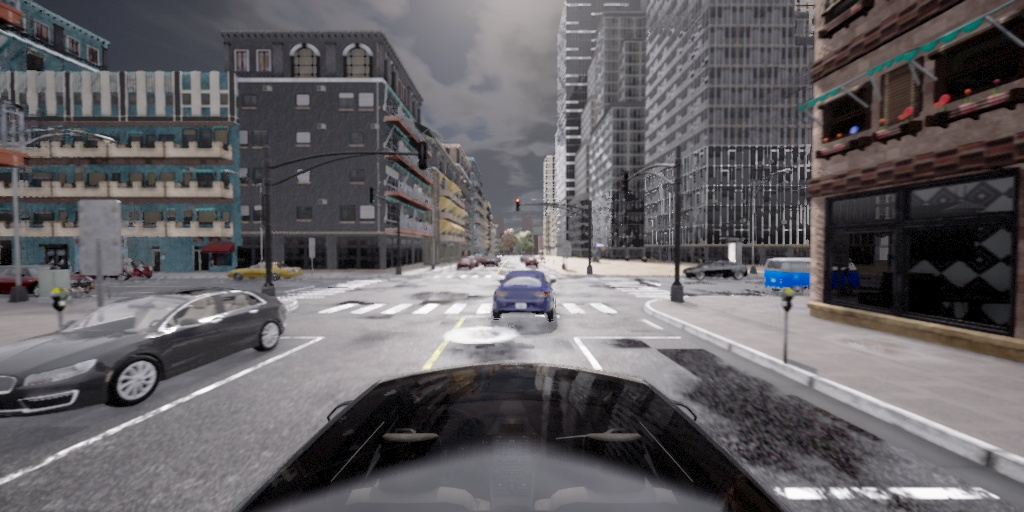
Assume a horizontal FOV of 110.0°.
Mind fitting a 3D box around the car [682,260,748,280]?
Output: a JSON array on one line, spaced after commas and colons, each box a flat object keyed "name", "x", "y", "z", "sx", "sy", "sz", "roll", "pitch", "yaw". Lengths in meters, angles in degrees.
[{"name": "car", "x": 14.687, "y": 0.993, "z": 26.040, "sx": 4.313, "sy": 1.339, "sz": 1.948, "roll": 0, "pitch": 0, "yaw": 0}]

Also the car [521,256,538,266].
[{"name": "car", "x": 2.680, "y": 0.852, "z": 49.783, "sx": 1.888, "sy": 1.381, "sz": 4.507, "roll": 0, "pitch": 0, "yaw": 0}]

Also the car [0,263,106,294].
[{"name": "car", "x": -23.227, "y": 1.157, "z": 17.620, "sx": 4.097, "sy": 1.591, "sz": 1.967, "roll": 0, "pitch": 0, "yaw": 0}]

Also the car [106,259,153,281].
[{"name": "car", "x": -28.769, "y": 0.970, "z": 25.992, "sx": 4.097, "sy": 1.591, "sz": 1.967, "roll": 0, "pitch": 0, "yaw": 0}]

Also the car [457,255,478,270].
[{"name": "car", "x": -5.670, "y": 0.904, "z": 44.081, "sx": 1.888, "sy": 1.381, "sz": 4.507, "roll": 0, "pitch": 0, "yaw": 0}]

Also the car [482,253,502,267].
[{"name": "car", "x": -3.047, "y": 0.631, "z": 52.929, "sx": 2.097, "sy": 1.767, "sz": 4.553, "roll": 0, "pitch": 0, "yaw": 0}]

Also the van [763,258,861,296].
[{"name": "van", "x": 14.697, "y": 0.970, "z": 17.662, "sx": 3.998, "sy": 1.789, "sz": 1.690, "roll": 0, "pitch": 0, "yaw": 0}]

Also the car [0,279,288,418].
[{"name": "car", "x": -5.689, "y": 1.260, "z": 6.016, "sx": 2.007, "sy": 1.370, "sz": 4.403, "roll": 0, "pitch": 0, "yaw": 0}]

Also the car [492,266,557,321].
[{"name": "car", "x": 0.493, "y": 1.195, "z": 12.012, "sx": 1.812, "sy": 1.442, "sz": 4.674, "roll": 0, "pitch": 0, "yaw": 6}]

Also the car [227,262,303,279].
[{"name": "car", "x": -17.871, "y": 1.026, "z": 26.004, "sx": 4.829, "sy": 1.417, "sz": 1.751, "roll": 0, "pitch": 0, "yaw": 0}]

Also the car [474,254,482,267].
[{"name": "car", "x": -5.668, "y": 0.748, "z": 49.729, "sx": 1.967, "sy": 1.591, "sz": 4.097, "roll": 0, "pitch": 0, "yaw": 0}]
